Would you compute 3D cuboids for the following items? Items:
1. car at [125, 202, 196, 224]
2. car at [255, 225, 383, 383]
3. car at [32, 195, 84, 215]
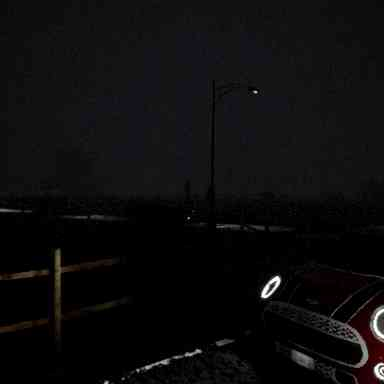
[{"bbox_3d":[-2.112,1.311,22.213,4.718,1.301,1.895,1,0,30],"label":"car"},{"bbox_3d":[3.109,1.352,5.166,4.553,1.767,2.097,0,0,-36],"label":"car"},{"bbox_3d":[-11.135,1.046,27.576,5.008,1.535,1.882,1,0,31],"label":"car"}]
